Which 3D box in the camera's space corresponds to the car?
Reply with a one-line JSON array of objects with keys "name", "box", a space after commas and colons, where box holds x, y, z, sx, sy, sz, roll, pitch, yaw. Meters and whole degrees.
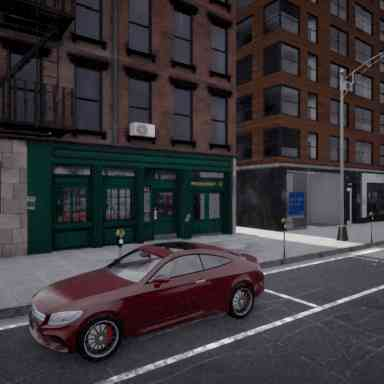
[{"name": "car", "box": [-0.520, 1.582, 5.824, 4.206, 1.307, 1.802, 0, 0, -36]}]
